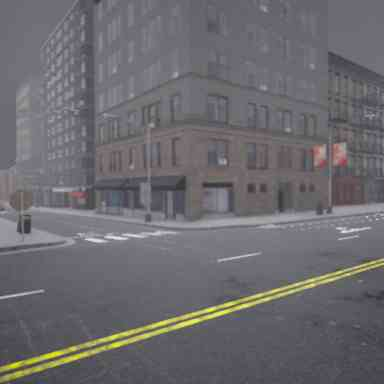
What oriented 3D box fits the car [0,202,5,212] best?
[{"bbox_3d":[-29.761,2.248,50.502,1.812,1.442,4.674,-1,0,-37],"label":"car"}]
